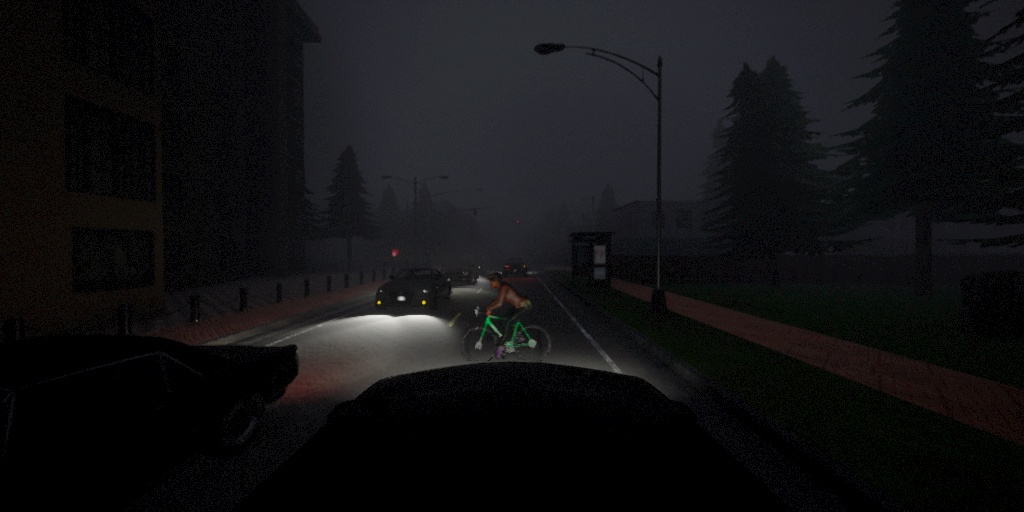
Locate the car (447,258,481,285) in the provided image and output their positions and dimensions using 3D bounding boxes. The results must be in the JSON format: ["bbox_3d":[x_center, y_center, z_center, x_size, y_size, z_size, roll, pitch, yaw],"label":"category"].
[{"bbox_3d":[-3.334,0.904,22.915,1.882,1.535,5.008,0,1,1],"label":"car"}]

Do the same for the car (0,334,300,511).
[{"bbox_3d":[-3.607,1.342,2.249,1.895,1.301,4.718,0,1,1],"label":"car"}]

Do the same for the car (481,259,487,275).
[{"bbox_3d":[-3.250,0.910,30.621,1.895,1.301,4.718,0,1,1],"label":"car"}]

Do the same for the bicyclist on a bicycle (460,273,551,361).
[{"bbox_3d":[-0.127,1.126,6.422,1.656,1.620,0.582,-2,1,1],"label":"bicyclist on a bicycle"}]

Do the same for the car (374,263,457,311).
[{"bbox_3d":[-3.499,1.136,13.371,1.994,1.385,4.181,0,1,1],"label":"car"}]

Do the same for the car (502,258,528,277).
[{"bbox_3d":[0.262,0.863,28.783,1.812,1.442,4.674,0,1,1],"label":"car"}]
